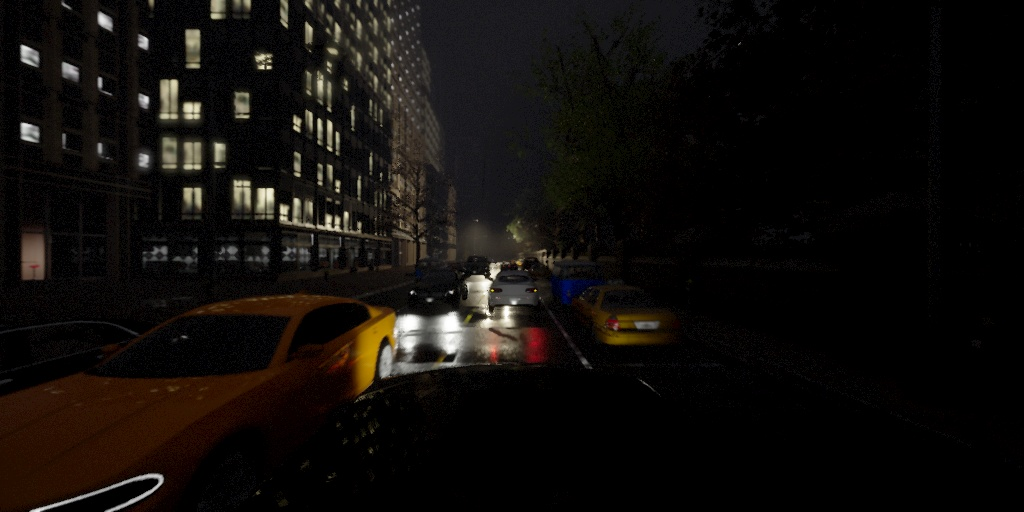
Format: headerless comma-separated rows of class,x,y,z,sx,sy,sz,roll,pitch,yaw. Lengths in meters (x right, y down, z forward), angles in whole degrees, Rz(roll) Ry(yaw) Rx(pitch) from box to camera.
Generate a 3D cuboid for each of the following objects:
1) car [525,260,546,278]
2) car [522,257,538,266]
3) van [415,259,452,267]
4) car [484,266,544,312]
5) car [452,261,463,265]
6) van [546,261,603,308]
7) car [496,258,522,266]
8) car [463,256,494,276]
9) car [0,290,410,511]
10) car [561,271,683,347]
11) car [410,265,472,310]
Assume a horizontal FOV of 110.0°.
car,2.332,1.274,31.285,1.751,1.417,4.829,0,0,-1
car,2.131,1.060,42.211,2.192,1.841,5.009,0,0,-1
van,-5.611,1.093,25.376,1.690,1.789,3.998,0,0,-1
car,0.051,1.277,14.052,1.812,1.442,4.674,0,0,0
car,-5.689,1.296,30.922,1.888,1.381,4.507,0,0,-1
van,2.520,1.091,14.483,1.690,1.789,3.998,0,0,0
car,-0.306,1.239,37.707,2.128,1.511,4.902,0,0,-1
car,-3.054,0.973,31.767,2.150,2.045,5.566,0,0,0
car,-2.857,1.229,4.072,1.882,1.535,5.008,0,0,0
car,2.550,1.276,9.109,1.751,1.417,4.829,0,0,0
car,-2.903,1.278,14.879,1.812,1.442,4.674,0,0,-1
